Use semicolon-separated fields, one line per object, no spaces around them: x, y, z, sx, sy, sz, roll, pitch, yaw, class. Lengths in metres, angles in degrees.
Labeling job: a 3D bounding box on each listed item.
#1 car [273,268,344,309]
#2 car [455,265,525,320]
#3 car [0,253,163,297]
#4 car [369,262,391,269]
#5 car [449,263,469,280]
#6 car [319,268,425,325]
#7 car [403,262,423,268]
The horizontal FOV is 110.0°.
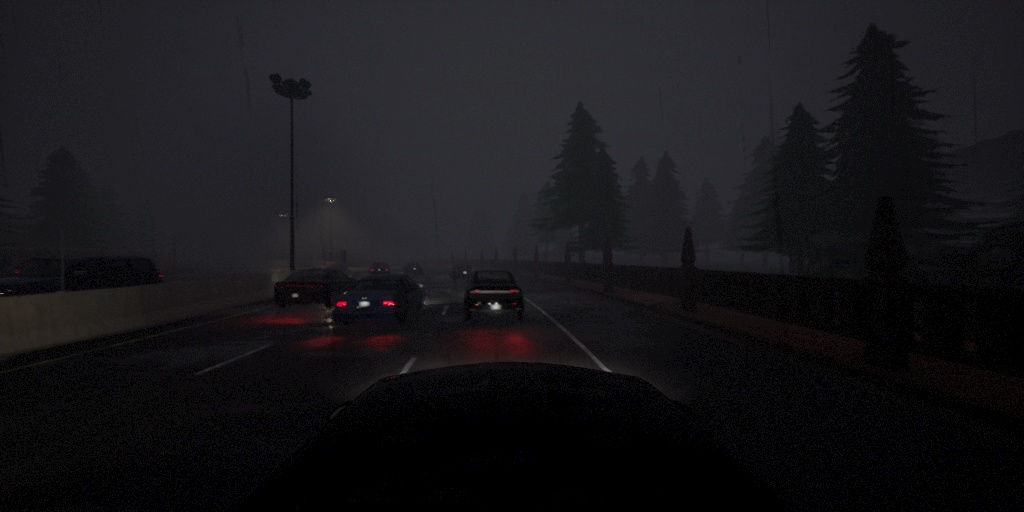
-8.097;1.246;15.286;1.882;1.535;5.008;0;0;-8;car
-0.721;1.237;12.604;2.128;1.511;4.902;0;0;-6;car
-14.696;1.020;11.889;2.150;2.045;5.566;0;0;-6;car
-12.801;1.319;34.739;2.033;1.411;5.357;0;0;-19;car
-4.325;1.309;30.919;1.994;1.385;4.181;0;0;-15;car
-4.135;1.305;11.925;2.033;1.411;5.357;0;0;-6;car
-10.966;1.326;39.636;1.994;1.385;4.181;0;0;-21;car
